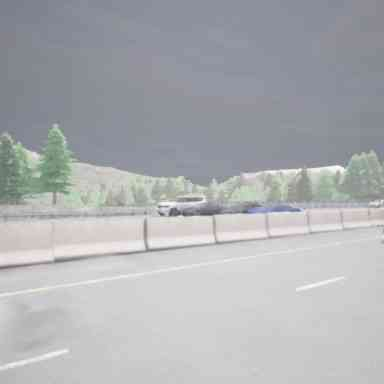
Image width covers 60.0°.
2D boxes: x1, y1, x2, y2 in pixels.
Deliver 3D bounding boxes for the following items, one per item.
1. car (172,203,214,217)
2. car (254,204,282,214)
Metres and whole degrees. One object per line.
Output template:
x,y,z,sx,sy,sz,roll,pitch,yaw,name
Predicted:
1.213,1.704,30.718,5.357,1.411,2.033,0,0,-36,car
6.270,1.619,25.730,5.008,1.535,1.882,1,-1,-36,car
